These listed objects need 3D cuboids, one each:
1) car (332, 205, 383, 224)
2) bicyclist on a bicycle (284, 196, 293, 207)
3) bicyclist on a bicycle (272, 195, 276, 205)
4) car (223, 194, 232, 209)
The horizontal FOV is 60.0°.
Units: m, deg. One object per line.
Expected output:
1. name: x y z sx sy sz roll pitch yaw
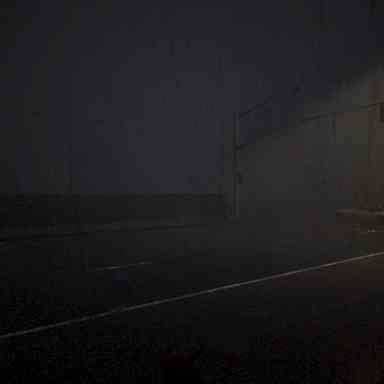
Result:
1. car: 12.824 1.601 24.364 1.895 1.301 4.718 0 0 -38
2. bicyclist on a bicycle: 14.422 1.453 49.513 1.656 1.620 0.582 0 0 -23
3. bicyclist on a bicycle: 13.420 1.300 54.421 0.582 1.620 1.656 0 0 21
4. car: 2.902 1.222 44.266 2.150 2.045 5.566 0 0 -35
